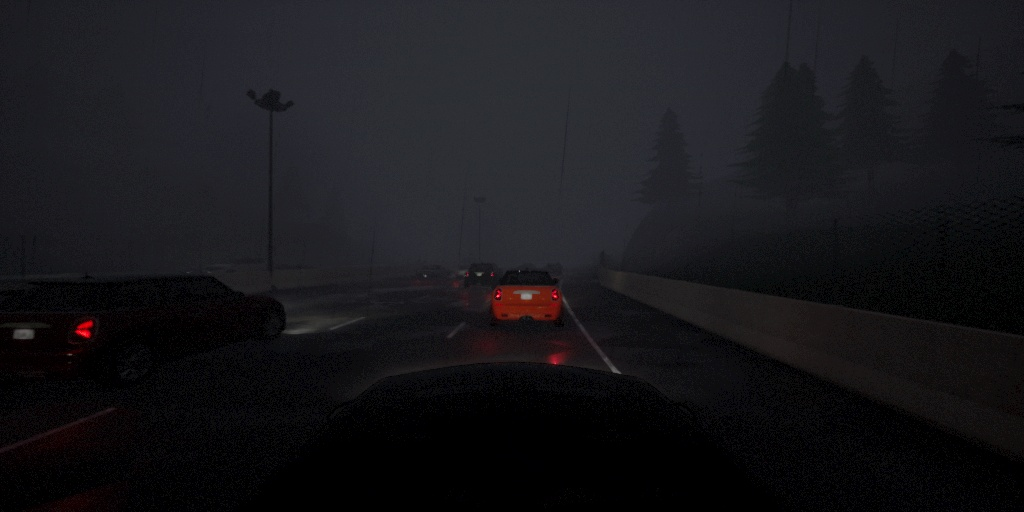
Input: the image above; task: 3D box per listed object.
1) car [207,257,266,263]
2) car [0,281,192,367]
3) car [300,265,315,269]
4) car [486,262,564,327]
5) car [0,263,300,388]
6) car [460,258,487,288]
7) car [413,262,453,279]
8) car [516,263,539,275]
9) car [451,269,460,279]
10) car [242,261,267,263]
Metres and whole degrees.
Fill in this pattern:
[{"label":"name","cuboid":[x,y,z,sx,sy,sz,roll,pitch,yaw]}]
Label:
[{"label":"car","cuboid":[-25.489,1.101,33.390,2.150,2.045,5.566,0,0,9]},{"label":"car","cuboid":[-10.207,1.366,7.967,1.895,1.301,4.718,0,0,2]},{"label":"car","cuboid":[-18.747,1.480,31.214,1.895,1.301,4.718,0,0,9]},{"label":"car","cuboid":[0.519,1.160,12.056,2.097,1.767,4.553,0,0,3]},{"label":"car","cuboid":[-6.727,1.119,7.111,2.097,1.767,4.553,0,0,2]},{"label":"car","cuboid":[-1.780,1.228,24.789,2.097,1.767,4.553,0,0,7]},{"label":"car","cuboid":[-7.399,1.521,34.503,1.895,1.301,4.718,0,0,10]},{"label":"car","cuboid":[1.991,1.560,44.680,1.994,1.385,4.181,0,0,14]},{"label":"car","cuboid":[-3.870,1.527,34.343,1.895,1.301,4.718,0,0,10]},{"label":"car","cuboid":[-21.959,1.409,33.198,1.812,1.442,4.674,0,0,9]}]
